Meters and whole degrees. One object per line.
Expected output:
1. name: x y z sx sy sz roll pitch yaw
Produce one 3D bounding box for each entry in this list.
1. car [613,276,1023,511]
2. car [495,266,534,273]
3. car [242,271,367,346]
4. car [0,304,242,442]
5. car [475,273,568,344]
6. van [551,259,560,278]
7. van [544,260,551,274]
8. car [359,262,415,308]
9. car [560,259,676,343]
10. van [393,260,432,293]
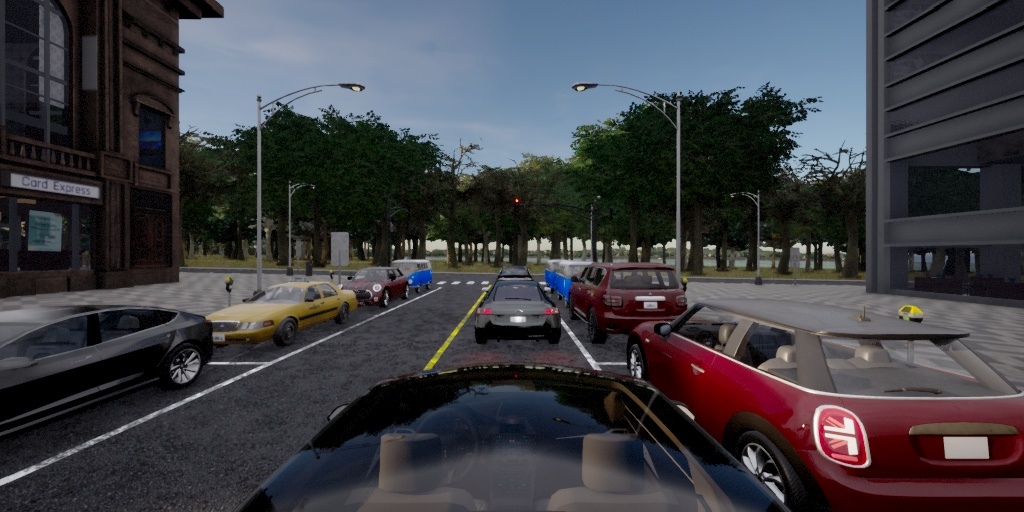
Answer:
1. car: 2.767 1.190 4.120 1.967 1.591 4.097 0 0 0
2. car: 0.136 1.243 18.488 2.128 1.511 4.902 0 0 0
3. car: -5.747 1.275 9.406 1.751 1.417 4.829 0 0 0
4. car: -5.758 1.316 4.138 1.948 1.339 4.313 0 0 0
5. car: 0.121 1.314 9.607 1.994 1.385 4.181 0 0 0
6. van: 2.790 1.092 14.995 1.690 1.789 3.998 0 0 0
7. van: 2.802 1.092 20.433 1.690 1.789 3.998 0 0 0
8. car: -5.735 1.190 15.013 1.967 1.591 4.097 0 0 0
9. car: 2.779 1.065 9.558 2.192 1.841 5.009 0 0 0
10. van: -5.723 1.092 20.451 1.690 1.789 3.998 0 0 0
